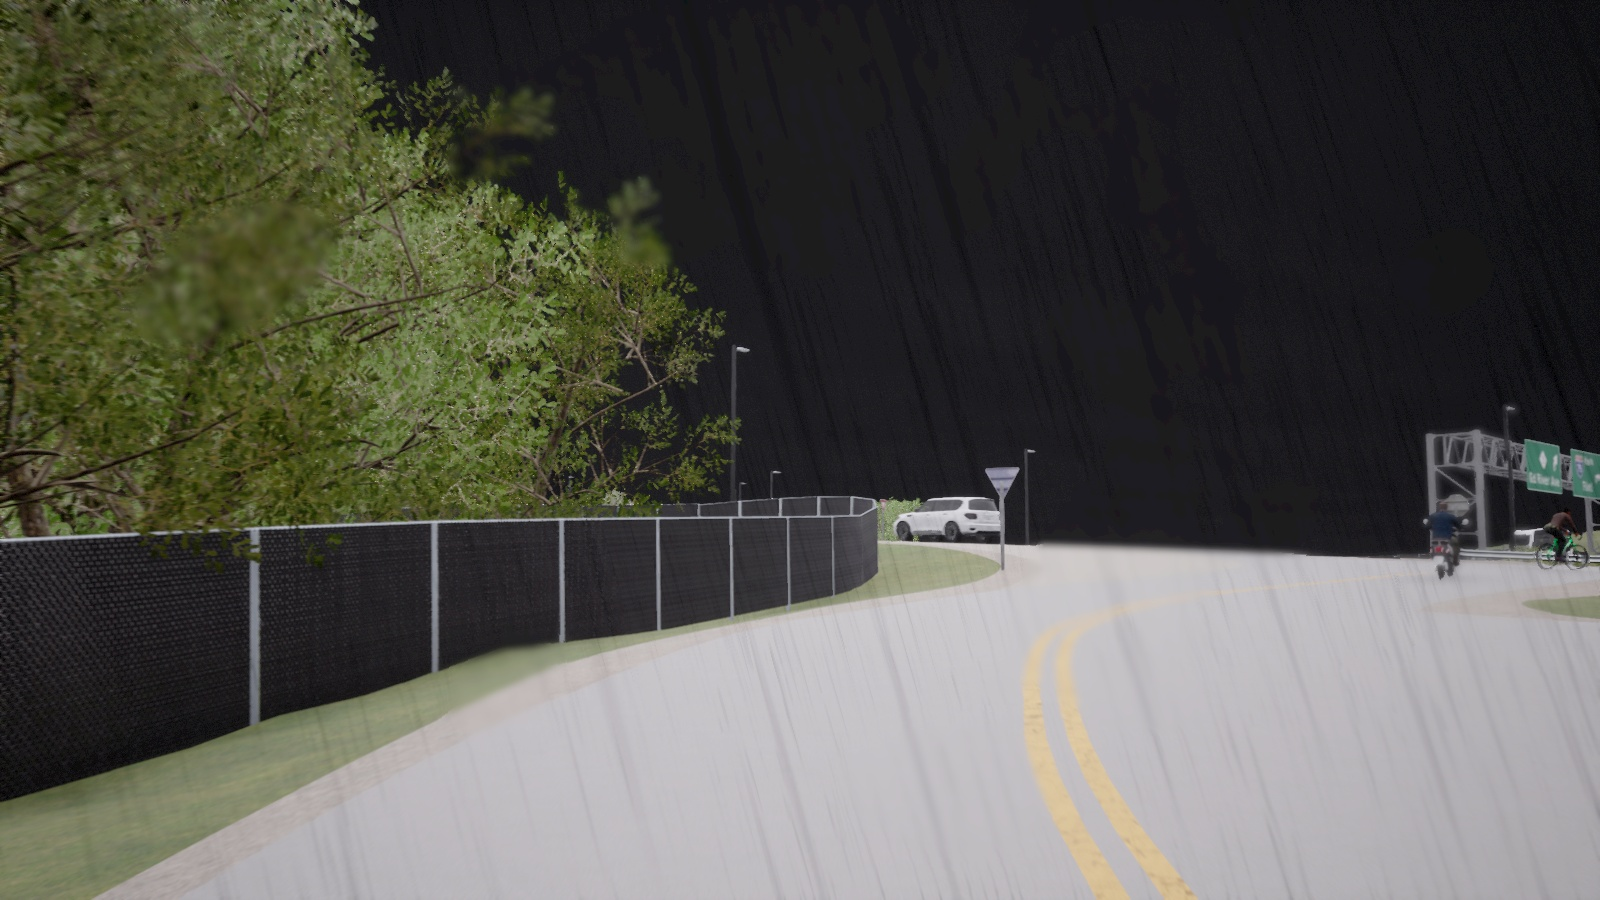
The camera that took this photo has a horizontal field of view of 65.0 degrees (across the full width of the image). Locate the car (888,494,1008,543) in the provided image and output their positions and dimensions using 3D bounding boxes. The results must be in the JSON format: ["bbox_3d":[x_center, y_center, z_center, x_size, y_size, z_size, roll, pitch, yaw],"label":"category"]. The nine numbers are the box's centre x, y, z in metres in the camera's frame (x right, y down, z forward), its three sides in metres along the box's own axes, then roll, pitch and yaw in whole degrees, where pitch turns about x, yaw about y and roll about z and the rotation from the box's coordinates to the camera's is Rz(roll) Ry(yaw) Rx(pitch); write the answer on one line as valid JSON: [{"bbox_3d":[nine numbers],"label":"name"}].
[{"bbox_3d":[6.589,3.128,56.530,2.150,2.045,5.566,5,-6,-35],"label":"car"}]

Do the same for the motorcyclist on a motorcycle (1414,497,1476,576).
[{"bbox_3d":[13.625,1.810,26.499,0.866,1.590,1.817,-3,-4,35],"label":"motorcyclist on a motorcycle"}]

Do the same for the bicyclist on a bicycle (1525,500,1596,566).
[{"bbox_3d":[19.319,2.105,31.895,1.656,1.620,0.582,3,-3,-18],"label":"bicyclist on a bicycle"}]
